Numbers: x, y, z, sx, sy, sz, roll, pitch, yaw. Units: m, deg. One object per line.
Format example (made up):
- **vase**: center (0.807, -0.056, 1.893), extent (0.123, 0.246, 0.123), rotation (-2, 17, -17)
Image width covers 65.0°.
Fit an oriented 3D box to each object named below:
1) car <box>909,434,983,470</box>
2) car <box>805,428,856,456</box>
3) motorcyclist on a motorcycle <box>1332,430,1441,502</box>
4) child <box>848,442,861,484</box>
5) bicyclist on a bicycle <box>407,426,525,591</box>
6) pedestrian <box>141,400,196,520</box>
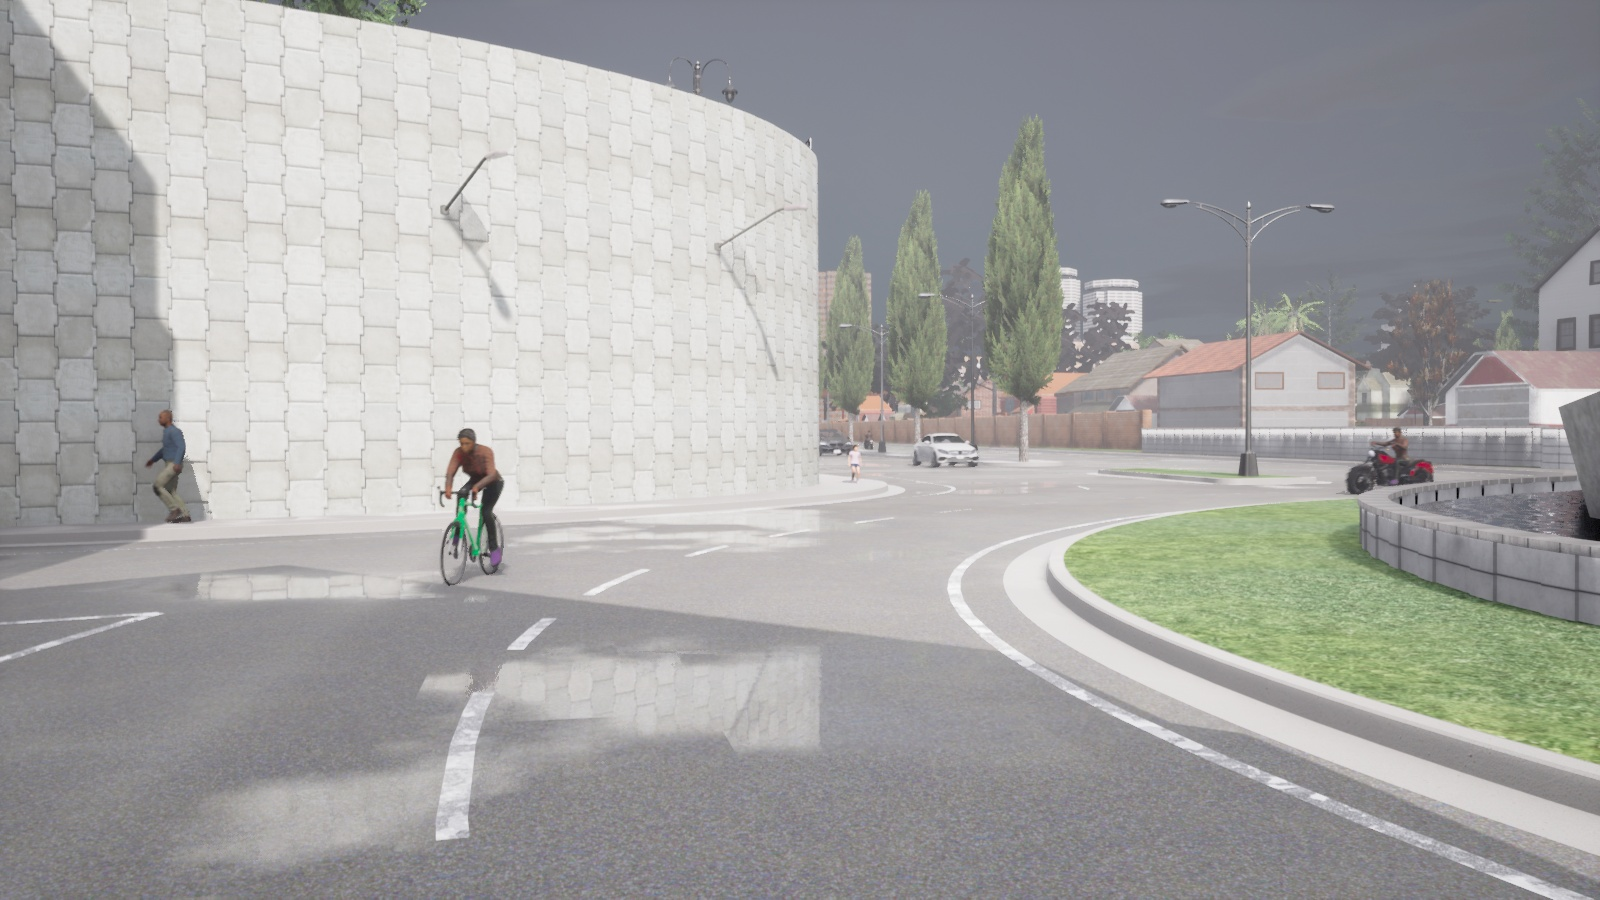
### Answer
- **car**: center (6.161, 0.037, 53.594), extent (1.812, 1.442, 4.674), rotation (0, 1, -10)
- **car**: center (1.837, -0.521, 77.004), extent (2.242, 1.667, 4.611), rotation (0, 1, -10)
- **motorcyclist on a motorcycle**: center (13.770, 0.360, 29.486), extent (2.350, 1.649, 0.766), rotation (0, 2, -15)
- **child**: center (1.466, 0.340, 33.801), extent (0.255, 1.110, 0.394), rotation (0, 1, -16)
- **bicyclist on a bicycle**: center (-3.494, 0.563, 13.261), extent (0.582, 1.620, 1.656), rotation (1, 1, 8)
- **pedestrian**: center (-9.839, 0.147, 19.571), extent (0.726, 1.835, 0.370), rotation (0, 1, -33)
